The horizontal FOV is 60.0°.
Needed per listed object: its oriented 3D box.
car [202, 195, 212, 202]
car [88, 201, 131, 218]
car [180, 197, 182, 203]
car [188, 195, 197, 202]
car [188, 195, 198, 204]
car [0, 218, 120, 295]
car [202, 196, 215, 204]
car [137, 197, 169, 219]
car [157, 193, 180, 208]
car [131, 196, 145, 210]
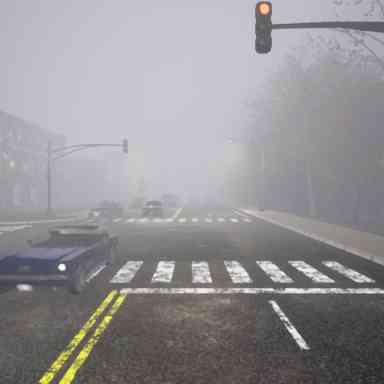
[{"bbox_3d":[3.341,1.508,74.711,2.033,1.411,5.357,0,0,0],"label":"car"},{"bbox_3d":[-6.962,1.484,27.532,2.128,1.511,4.902,0,0,5],"label":"car"},{"bbox_3d":[-3.170,1.538,68.389,1.994,1.385,4.181,0,0,0],"label":"car"},{"bbox_3d":[0.094,1.493,74.636,2.128,1.511,4.902,0,0,0],"label":"car"},{"bbox_3d":[0.175,1.575,64.870,1.895,1.301,4.718,0,0,0],"label":"car"},{"bbox_3d":[-3.341,1.599,8.851,1.895,1.301,4.718,0,0,0],"label":"car"},{"bbox_3d":[3.429,1.575,64.693,1.895,1.301,4.718,0,0,0],"label":"car"},{"bbox_3d":[-3.316,1.495,29.296,1.837,1.490,4.892,0,0,0],"label":"car"},{"bbox_3d":[-3.291,1.206,47.500,2.150,2.045,5.566,0,0,0],"label":"car"},{"bbox_3d":[-6.547,1.336,41.992,2.097,1.767,4.553,0,0,0],"label":"car"}]
